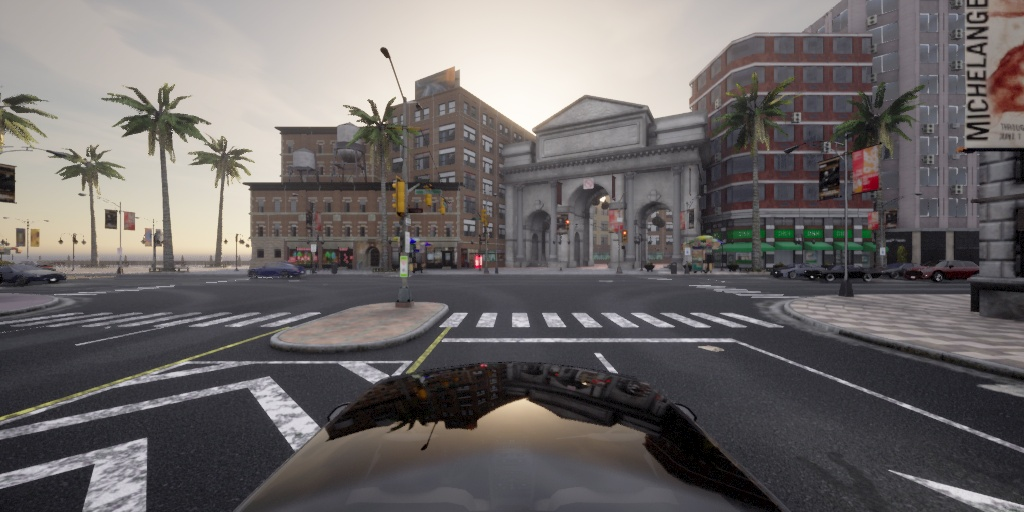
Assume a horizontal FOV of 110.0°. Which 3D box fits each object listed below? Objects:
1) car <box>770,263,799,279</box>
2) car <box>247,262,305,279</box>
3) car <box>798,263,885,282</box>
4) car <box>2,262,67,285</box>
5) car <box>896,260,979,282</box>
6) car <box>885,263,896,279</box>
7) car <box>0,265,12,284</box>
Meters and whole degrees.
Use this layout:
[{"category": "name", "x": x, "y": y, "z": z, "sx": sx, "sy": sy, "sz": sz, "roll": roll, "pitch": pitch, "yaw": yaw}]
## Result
[{"category": "car", "x": 25.592, "y": 1.314, "z": 32.029, "sx": 4.181, "sy": 1.385, "sz": 1.994, "roll": 0, "pitch": 0, "yaw": 1}, {"category": "car", "x": -21.234, "y": 1.275, "z": 32.408, "sx": 4.674, "sy": 1.442, "sz": 1.812, "roll": 0, "pitch": 0, "yaw": 0}, {"category": "car", "x": 26.107, "y": 1.351, "z": 28.541, "sx": 4.718, "sy": 1.301, "sz": 1.895, "roll": 0, "pitch": 0, "yaw": 1}, {"category": "car", "x": -35.041, "y": 1.298, "z": 25.318, "sx": 5.357, "sy": 1.411, "sz": 2.033, "roll": 0, "pitch": 0, "yaw": 0}, {"category": "car", "x": 34.063, "y": 1.102, "z": 28.387, "sx": 4.553, "sy": 1.767, "sz": 2.097, "roll": 0, "pitch": 0, "yaw": 2}, {"category": "car", "x": 34.848, "y": 1.297, "z": 31.926, "sx": 5.357, "sy": 1.411, "sz": 2.033, "roll": 0, "pitch": 0, "yaw": 1}, {"category": "car", "x": -34.260, "y": 1.351, "z": 21.811, "sx": 4.718, "sy": 1.301, "sz": 1.895, "roll": 0, "pitch": 0, "yaw": 1}]
